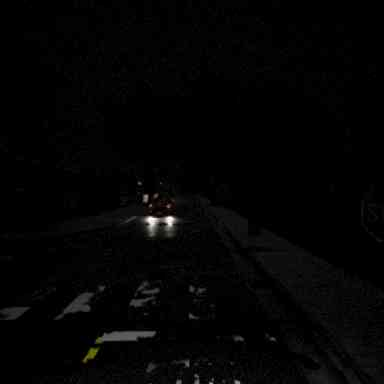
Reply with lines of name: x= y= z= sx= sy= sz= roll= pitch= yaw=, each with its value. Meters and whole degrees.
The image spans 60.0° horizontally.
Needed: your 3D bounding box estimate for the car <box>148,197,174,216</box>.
car: x=-2.776 y=1.225 z=30.742 sx=2.097 sy=1.767 sz=4.553 roll=0 pitch=0 yaw=0
